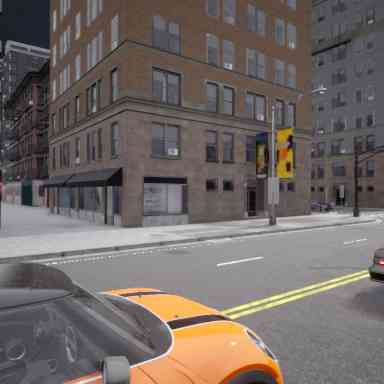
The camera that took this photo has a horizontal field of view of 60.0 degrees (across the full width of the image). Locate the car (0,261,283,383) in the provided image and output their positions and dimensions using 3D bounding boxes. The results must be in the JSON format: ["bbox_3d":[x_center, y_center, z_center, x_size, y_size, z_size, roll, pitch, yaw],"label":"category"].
[{"bbox_3d":[-1.369,1.352,2.427,4.553,1.767,2.097,0,0,-37],"label":"car"}]

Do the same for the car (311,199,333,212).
[{"bbox_3d":[13.985,1.551,38.380,1.994,1.385,4.181,0,0,-37],"label":"car"}]

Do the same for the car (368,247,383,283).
[{"bbox_3d":[6.433,1.549,8.230,5.357,1.411,2.033,0,0,-37],"label":"car"}]
